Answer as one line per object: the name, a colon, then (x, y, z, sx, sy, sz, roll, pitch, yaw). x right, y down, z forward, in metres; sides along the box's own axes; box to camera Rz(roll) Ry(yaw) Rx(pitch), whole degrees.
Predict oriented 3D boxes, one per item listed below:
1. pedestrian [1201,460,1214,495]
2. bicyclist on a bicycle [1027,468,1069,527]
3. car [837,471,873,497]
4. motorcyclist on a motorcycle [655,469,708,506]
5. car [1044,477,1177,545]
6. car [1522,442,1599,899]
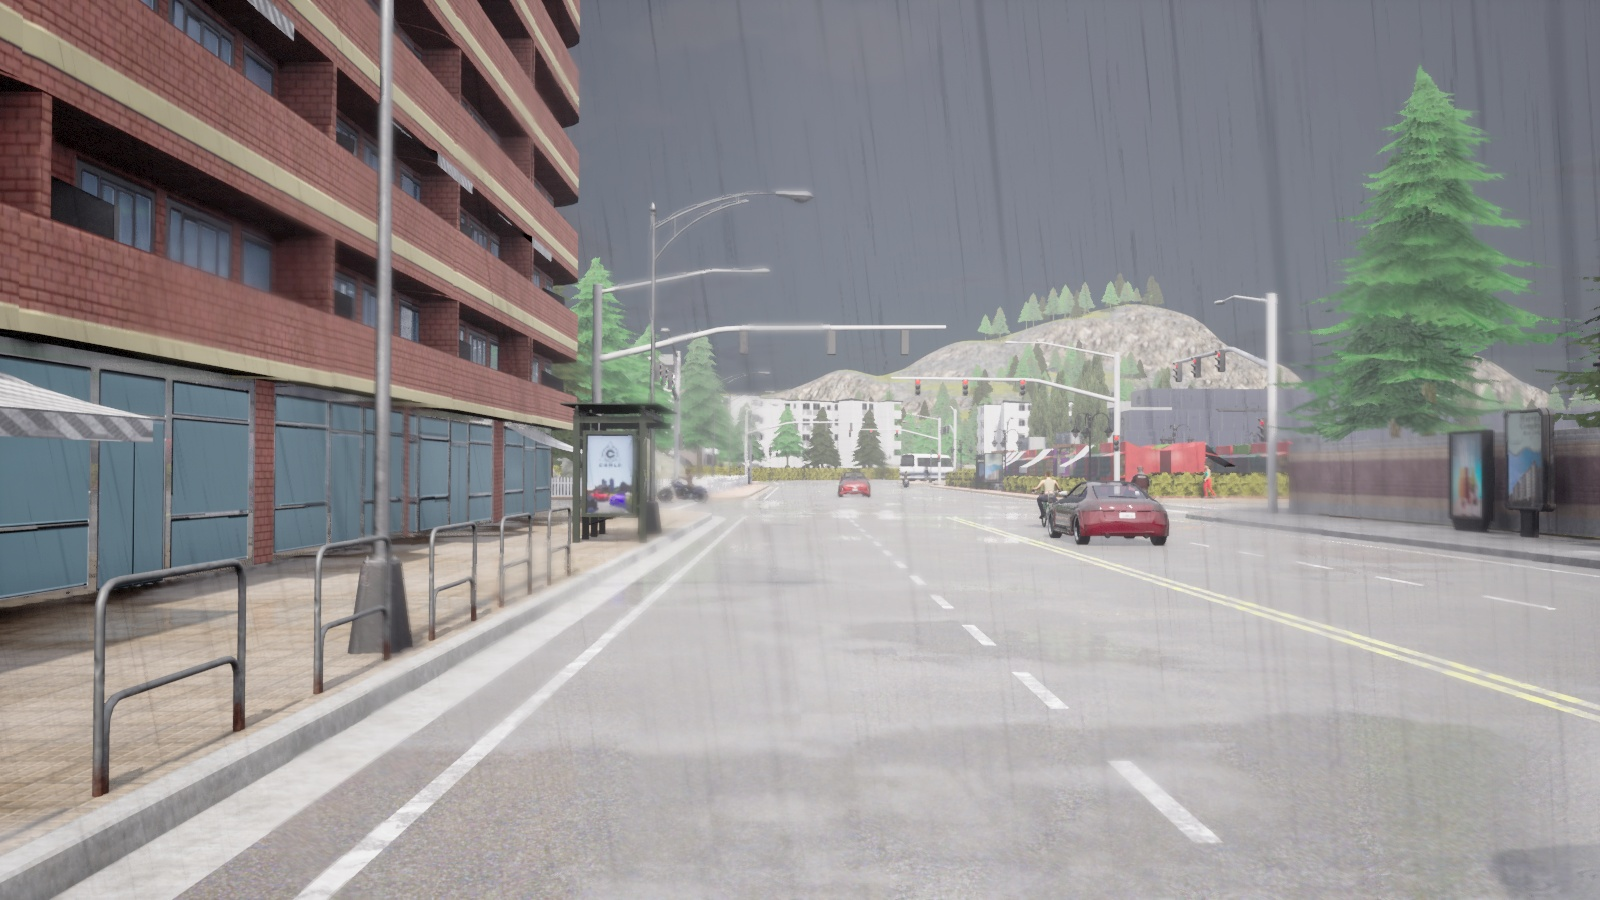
pedestrian: (21.039, 1.415, 64.848, 0.594, 1.836, 0.345, 0, -1, 3)
bicyclist on a bicycle: (6.904, 1.310, 34.999, 0.866, 1.612, 1.509, 0, -1, 0)
car: (3.301, 2.029, 76.449, 2.007, 1.525, 4.514, 0, -1, 0)
motorcyclist on a motorcycle: (-5.432, 1.704, 57.476, 2.350, 1.649, 0.766, 0, -1, -2)
car: (6.923, 1.328, 28.475, 1.994, 1.385, 4.181, 0, -1, 0)
car: (3.494, 0.762, 1.855, 2.033, 1.649, 4.856, 0, -1, 0)
